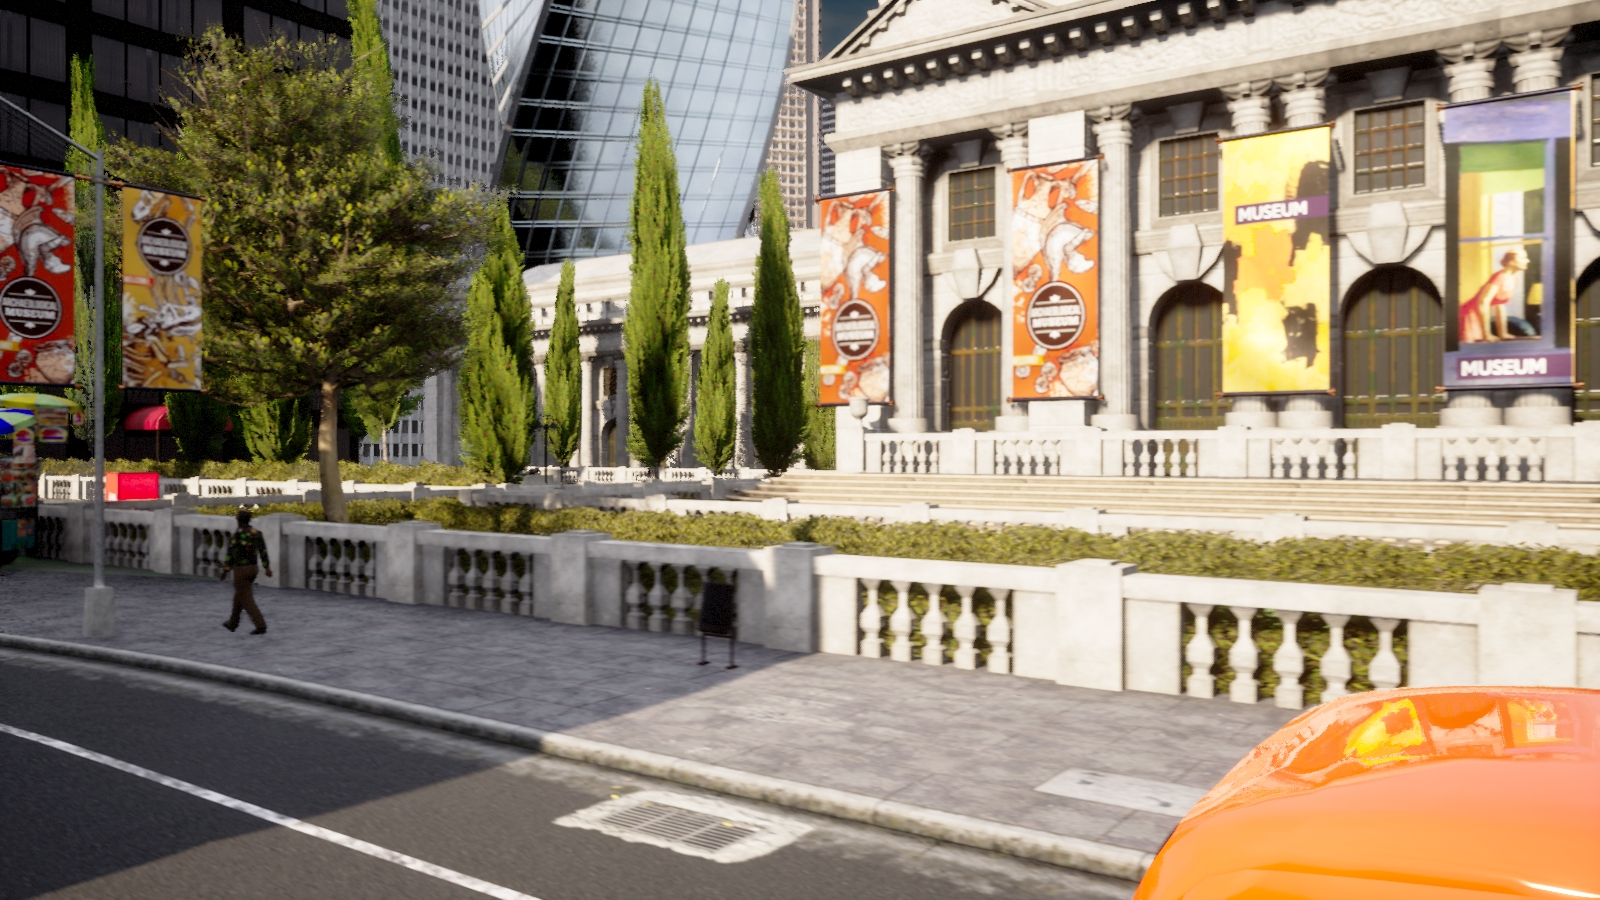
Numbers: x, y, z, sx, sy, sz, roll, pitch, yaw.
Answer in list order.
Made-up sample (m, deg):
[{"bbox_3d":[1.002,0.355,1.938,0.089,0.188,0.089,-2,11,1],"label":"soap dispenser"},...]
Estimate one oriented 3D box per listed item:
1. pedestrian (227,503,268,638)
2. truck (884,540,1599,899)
[{"bbox_3d":[-7.837,1.696,16.219,0.375,1.860,0.375,0,0,30],"label":"pedestrian"},{"bbox_3d":[3.037,1.568,1.659,5.204,2.467,2.627,0,0,35],"label":"truck"}]
